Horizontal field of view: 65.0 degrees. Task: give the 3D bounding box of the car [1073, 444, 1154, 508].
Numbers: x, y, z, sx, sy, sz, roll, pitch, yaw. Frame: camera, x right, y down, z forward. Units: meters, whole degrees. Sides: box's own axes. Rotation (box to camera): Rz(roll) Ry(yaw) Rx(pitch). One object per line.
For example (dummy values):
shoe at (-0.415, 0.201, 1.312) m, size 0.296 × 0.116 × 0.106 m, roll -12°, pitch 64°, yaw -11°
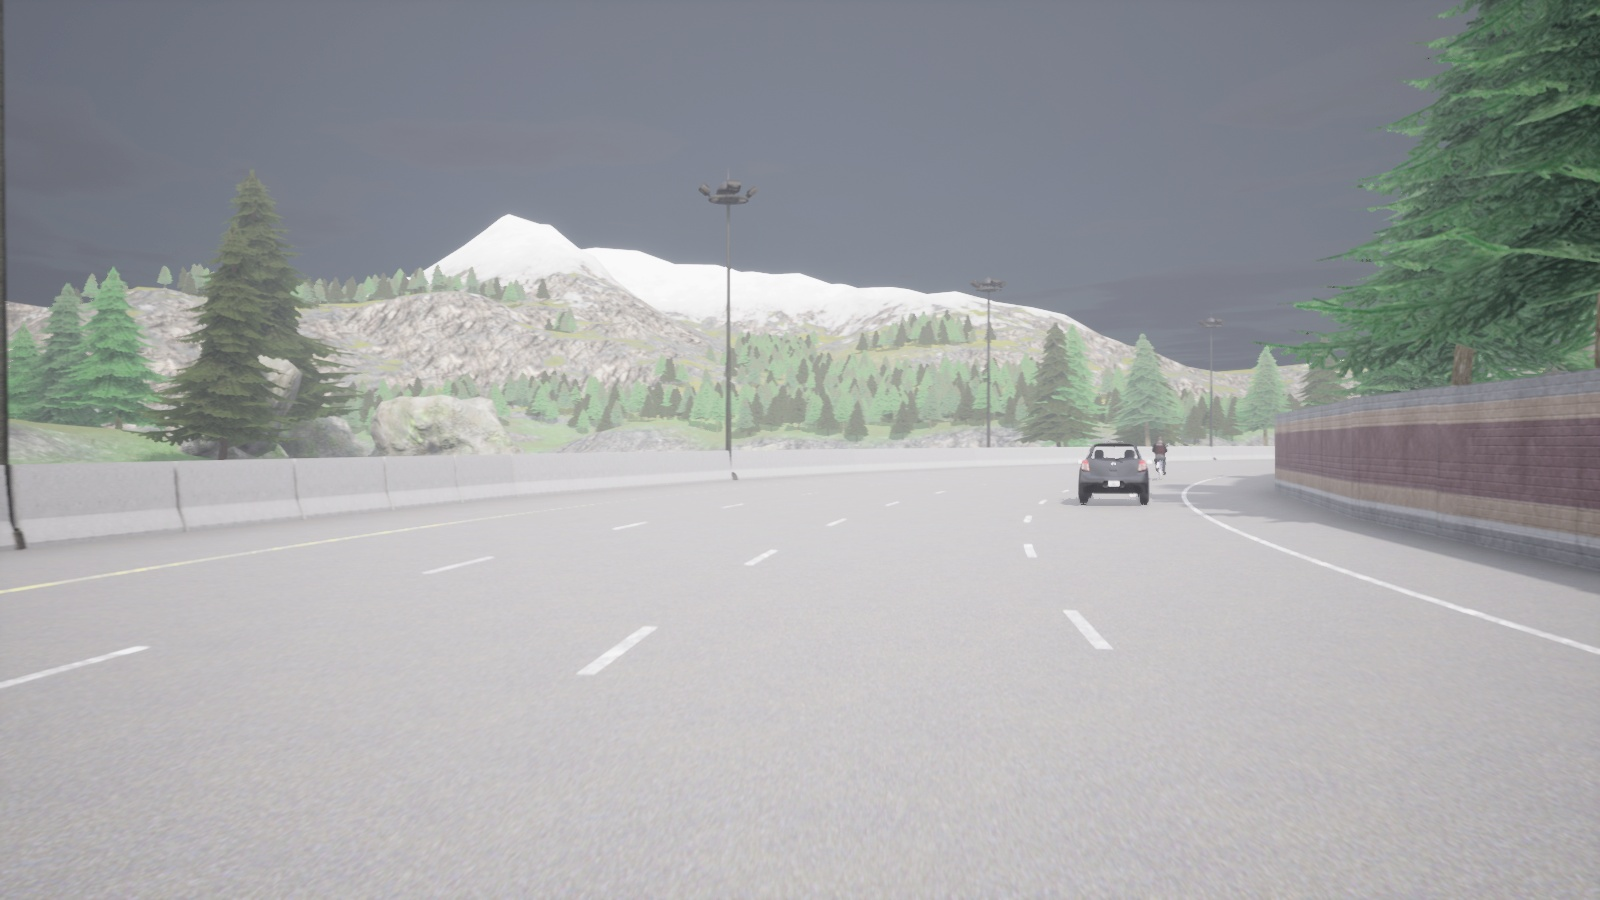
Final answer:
car at (7.888, 0.592, 31.513) m, size 1.845 × 1.501 × 3.633 m, roll 0°, pitch 0°, yaw 15°
